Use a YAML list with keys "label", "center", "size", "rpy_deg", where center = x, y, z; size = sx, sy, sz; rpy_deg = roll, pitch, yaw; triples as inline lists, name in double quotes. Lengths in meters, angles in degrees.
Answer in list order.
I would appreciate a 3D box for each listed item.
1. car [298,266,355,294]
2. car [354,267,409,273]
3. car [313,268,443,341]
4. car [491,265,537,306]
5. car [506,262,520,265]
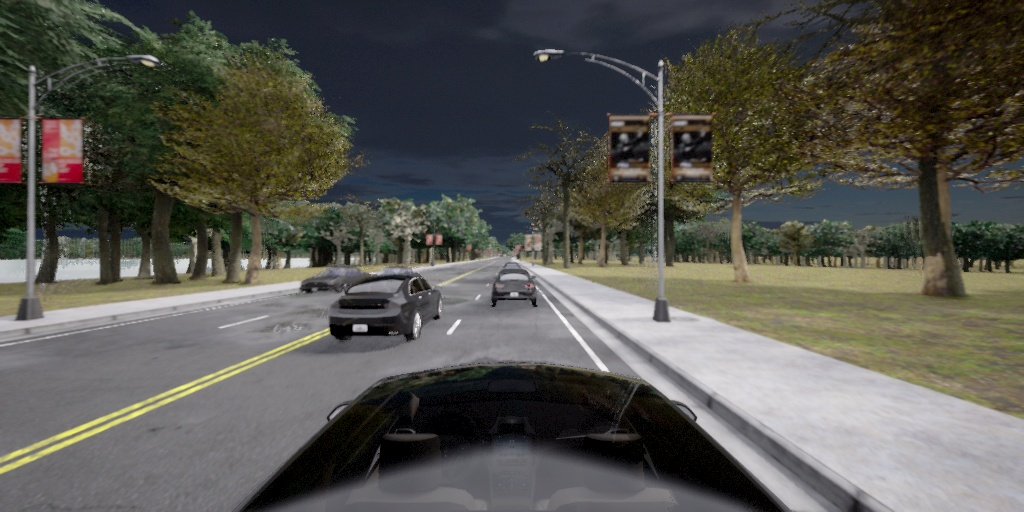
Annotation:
- label: "car"
  center: [-9.878, 1.305, 20.595]
  size: [2.033, 1.411, 5.357]
  rpy_deg: [0, 0, 0]
- label: "car"
  center: [-6.626, 1.304, 20.300]
  size: [2.033, 1.411, 5.357]
  rpy_deg: [0, 0, 0]
- label: "car"
  center: [-3.157, 1.257, 9.872]
  size: [1.837, 1.490, 4.892]
  rpy_deg: [0, 0, 0]
- label: "car"
  center: [0.083, 1.280, 15.687]
  size: [1.812, 1.442, 4.674]
  rpy_deg: [0, 0, 0]
- label: "car"
  center: [-0.006, 1.331, 36.181]
  size: [1.994, 1.385, 4.181]
  rpy_deg: [0, 0, 0]
